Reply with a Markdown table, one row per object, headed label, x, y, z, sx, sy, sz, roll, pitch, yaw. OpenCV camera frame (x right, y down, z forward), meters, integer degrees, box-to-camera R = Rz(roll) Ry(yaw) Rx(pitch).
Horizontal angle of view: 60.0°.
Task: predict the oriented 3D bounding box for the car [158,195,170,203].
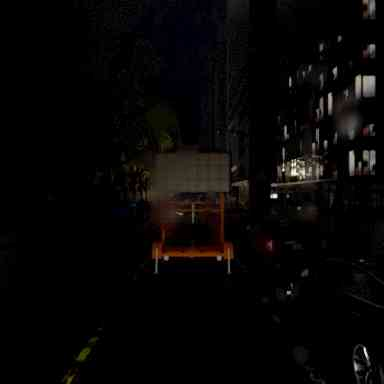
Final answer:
| label | x | y | z | sx | sy | sz | roll | pitch | yaw |
| --- | --- | --- | --- | --- | --- | --- | --- | --- | --- |
| car | -5.586 | 1.412 | 67.315 | 2.008 | 1.369 | 4.403 | 0 | 0 | 0 |

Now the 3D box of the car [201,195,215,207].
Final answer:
| label | x | y | z | sx | sy | sz | roll | pitch | yaw |
| --- | --- | --- | --- | --- | --- | --- | --- | --- | --- |
| car | 2.769 | 1.496 | 50.237 | 1.802 | 1.307 | 4.206 | 0 | 0 | 0 |

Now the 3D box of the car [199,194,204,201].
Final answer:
| label | x | y | z | sx | sy | sz | roll | pitch | yaw |
| --- | --- | --- | --- | --- | --- | --- | --- | --- | --- |
| car | 2.795 | 1.406 | 67.281 | 1.887 | 1.381 | 4.507 | 0 | 0 | 0 |

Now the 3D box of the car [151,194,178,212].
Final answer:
| label | x | y | z | sx | sy | sz | roll | pitch | yaw |
| --- | --- | --- | --- | --- | --- | --- | --- | --- | --- |
| car | -3.044 | 1.297 | 37.465 | 2.097 | 1.767 | 4.553 | 0 | 0 | 0 |

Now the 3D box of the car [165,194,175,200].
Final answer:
| label | x | y | z | sx | sy | sz | roll | pitch | yaw |
| --- | --- | --- | --- | --- | --- | --- | --- | --- | --- |
| car | -5.560 | 1.348 | 84.363 | 2.008 | 1.369 | 4.403 | 0 | 0 | 0 |

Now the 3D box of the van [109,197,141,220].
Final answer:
| label | x | y | z | sx | sy | sz | roll | pitch | yaw |
| --- | --- | --- | --- | --- | --- | --- | --- | --- | --- |
| van | -5.645 | 1.308 | 27.534 | 1.690 | 1.788 | 3.998 | 0 | 0 | 0 |

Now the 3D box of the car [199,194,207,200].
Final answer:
| label | x | y | z | sx | sy | sz | roll | pitch | yaw |
| --- | --- | --- | --- | --- | --- | --- | --- | --- | --- |
| car | 2.829 | 1.325 | 90.007 | 2.008 | 1.369 | 4.403 | 0 | 0 | 0 |

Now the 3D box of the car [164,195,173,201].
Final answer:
| label | x | y | z | sx | sy | sz | roll | pitch | yaw |
| --- | --- | --- | --- | --- | --- | --- | --- | --- | --- |
| car | -5.569 | 1.345 | 78.509 | 1.752 | 1.417 | 4.829 | 0 | 0 | 0 |

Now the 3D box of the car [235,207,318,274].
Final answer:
| label | x | y | z | sx | sy | sz | roll | pitch | yaw |
| --- | --- | --- | --- | --- | --- | --- | --- | --- | --- |
| car | 2.709 | 1.432 | 10.464 | 1.967 | 1.590 | 4.097 | 0 | 0 | 0 |

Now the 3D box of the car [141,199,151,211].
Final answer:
| label | x | y | z | sx | sy | sz | roll | pitch | yaw |
| --- | --- | --- | --- | --- | --- | --- | --- | --- | --- |
| car | -5.629 | 1.524 | 38.900 | 1.802 | 1.307 | 4.206 | 0 | 0 | 0 |

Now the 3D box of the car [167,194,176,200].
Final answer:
| label | x | y | z | sx | sy | sz | roll | pitch | yaw |
| --- | --- | --- | --- | --- | --- | --- | --- | --- | --- |
| car | -5.552 | 1.325 | 90.046 | 2.008 | 1.369 | 4.403 | 0 | 0 | 0 |

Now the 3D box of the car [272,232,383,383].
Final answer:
| label | x | y | z | sx | sy | sz | roll | pitch | yaw |
| --- | --- | --- | --- | --- | --- | --- | --- | --- | --- |
| car | 2.700 | 1.563 | 4.783 | 1.947 | 1.339 | 4.313 | 0 | 0 | 0 |

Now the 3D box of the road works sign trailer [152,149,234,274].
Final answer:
| label | x | y | z | sx | sy | sz | roll | pitch | yaw |
| --- | --- | --- | --- | --- | --- | --- | --- | --- | --- |
| road works sign trailer | 0.031 | 0.456 | 10.525 | 2.380 | 3.560 | 2.880 | 0 | 0 | 1 |

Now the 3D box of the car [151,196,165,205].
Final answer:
| label | x | y | z | sx | sy | sz | roll | pitch | yaw |
| --- | --- | --- | --- | --- | --- | --- | --- | --- | --- |
| car | -5.603 | 1.442 | 55.948 | 1.887 | 1.381 | 4.507 | 0 | 0 | 0 |

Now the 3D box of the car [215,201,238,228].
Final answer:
| label | x | y | z | sx | sy | sz | roll | pitch | yaw |
| --- | --- | --- | --- | --- | --- | --- | --- | --- | --- |
| car | 2.726 | 1.502 | 22.000 | 1.752 | 1.417 | 4.829 | 0 | 0 | 0 |

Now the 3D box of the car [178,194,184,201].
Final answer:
| label | x | y | z | sx | sy | sz | roll | pitch | yaw |
| --- | --- | --- | --- | --- | --- | --- | --- | --- | --- |
| car | -2.884 | 1.285 | 78.297 | 1.812 | 1.442 | 4.674 | 0 | 0 | 0 |

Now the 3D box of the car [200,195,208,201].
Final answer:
| label | x | y | z | sx | sy | sz | roll | pitch | yaw |
| --- | --- | --- | --- | --- | --- | --- | --- | --- | --- |
| car | 2.812 | 1.385 | 78.643 | 1.947 | 1.339 | 4.313 | 0 | 0 | 0 |
